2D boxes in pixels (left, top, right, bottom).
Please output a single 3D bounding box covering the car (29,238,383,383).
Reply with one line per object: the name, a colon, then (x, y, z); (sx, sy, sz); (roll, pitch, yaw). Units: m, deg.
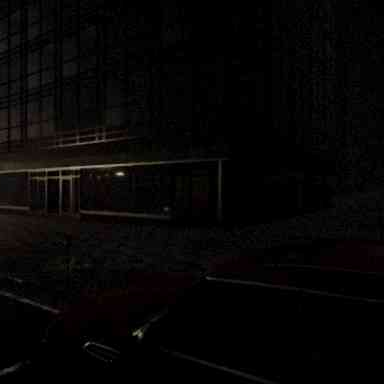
car: (0.917, 1.310, 2.425); (5.009, 1.841, 2.192); (0, 0, 35)
